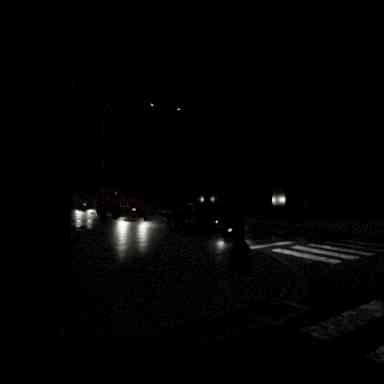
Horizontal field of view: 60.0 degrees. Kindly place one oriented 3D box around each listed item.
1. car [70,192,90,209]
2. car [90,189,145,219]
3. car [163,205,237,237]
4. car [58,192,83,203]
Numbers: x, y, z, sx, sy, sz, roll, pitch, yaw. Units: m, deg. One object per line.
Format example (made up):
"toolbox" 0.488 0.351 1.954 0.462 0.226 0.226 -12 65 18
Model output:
"car" -11.781 0.915 34.209 2.128 1.511 4.902 0 1 -35
"car" -5.657 0.823 25.512 2.150 2.045 5.566 0 1 -36
"car" 0.458 1.374 16.842 1.895 1.301 4.718 0 1 -35
"car" -17.268 0.708 47.082 2.033 1.411 5.357 0 1 -35
